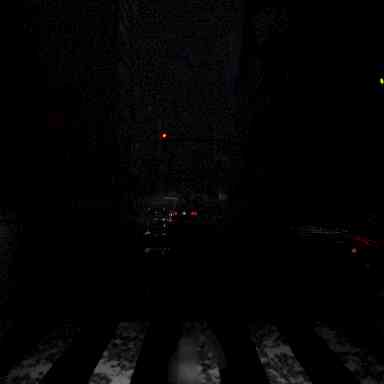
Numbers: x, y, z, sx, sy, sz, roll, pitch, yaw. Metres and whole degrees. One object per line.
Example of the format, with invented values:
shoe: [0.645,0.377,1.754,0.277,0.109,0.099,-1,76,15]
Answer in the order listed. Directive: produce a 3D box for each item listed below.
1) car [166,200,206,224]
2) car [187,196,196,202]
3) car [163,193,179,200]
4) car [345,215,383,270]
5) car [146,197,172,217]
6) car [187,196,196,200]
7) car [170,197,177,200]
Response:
car: [-0.155,1.500,24.135,2.033,1.411,5.357,0,-1,8]
car: [-0.209,1.574,72.988,1.895,1.301,4.718,0,0,0]
car: [-3.262,1.204,52.114,2.150,2.045,5.566,0,0,0]
car: [7.135,1.596,9.598,5.008,1.535,1.882,1,1,0]
car: [-3.206,1.514,31.564,1.812,1.442,4.674,0,0,-1]
car: [-0.093,1.472,62.541,2.128,1.511,4.902,0,0,0]
car: [-3.243,1.586,41.524,1.895,1.301,4.718,0,0,0]
